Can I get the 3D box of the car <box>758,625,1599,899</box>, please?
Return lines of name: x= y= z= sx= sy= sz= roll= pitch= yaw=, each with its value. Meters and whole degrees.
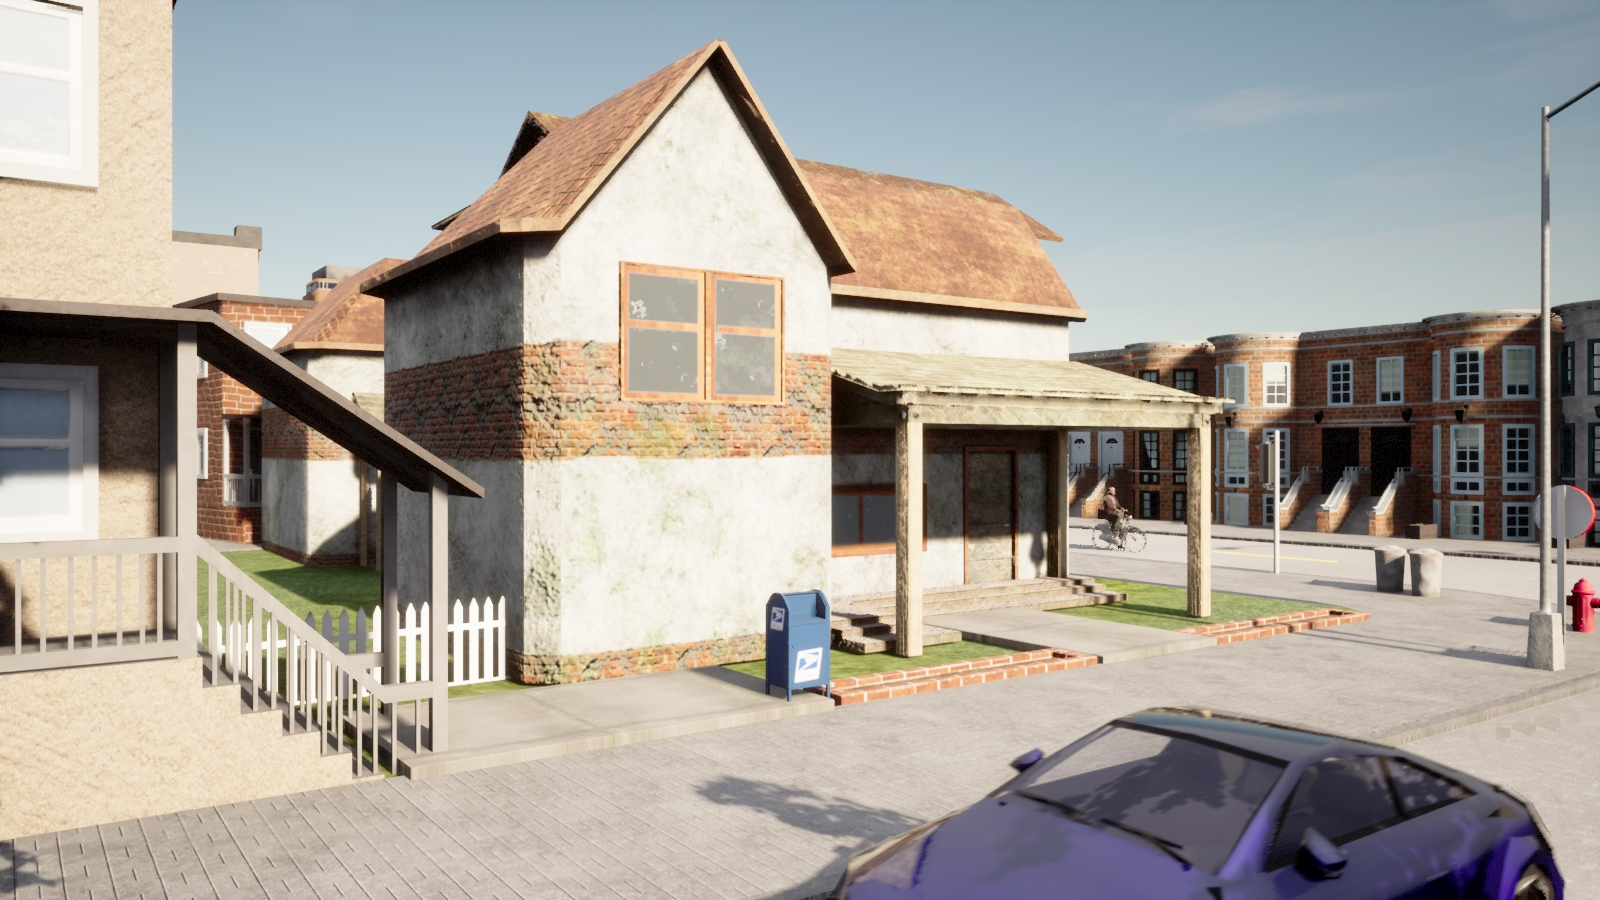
car: x=2.081 y=1.896 z=5.854 sx=4.181 sy=1.385 sz=1.994 roll=0 pitch=0 yaw=-35
